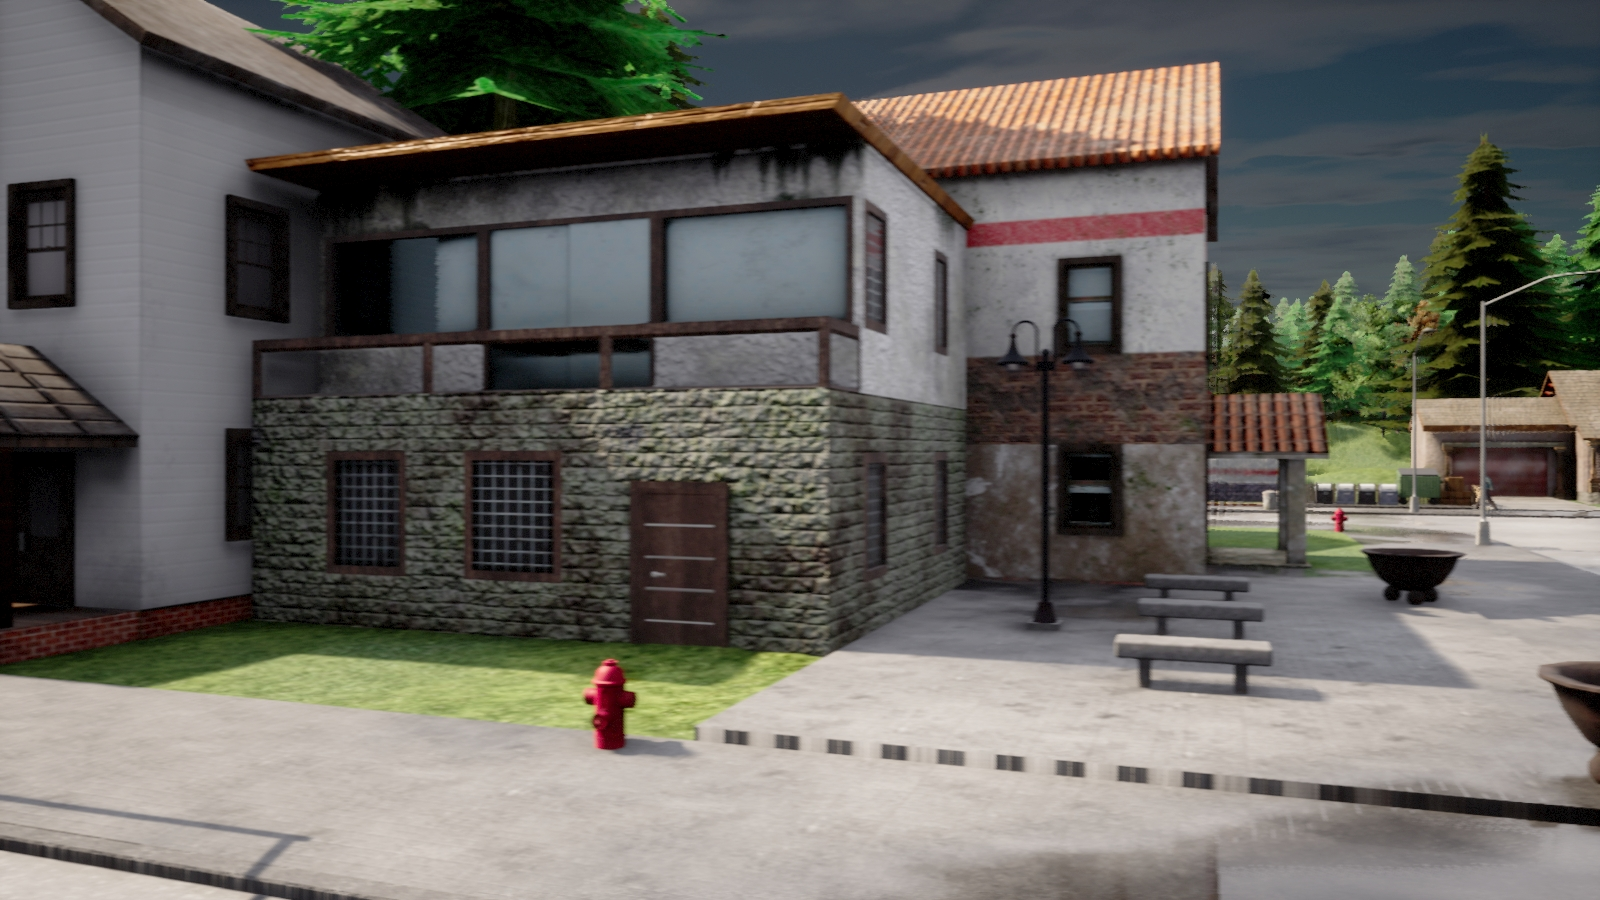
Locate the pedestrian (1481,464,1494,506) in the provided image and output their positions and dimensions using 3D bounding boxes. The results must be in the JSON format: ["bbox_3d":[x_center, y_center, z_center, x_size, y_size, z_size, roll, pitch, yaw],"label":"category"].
[{"bbox_3d":[30.010,1.524,49.877,0.375,1.860,0.375,0,0,14],"label":"pedestrian"}]
